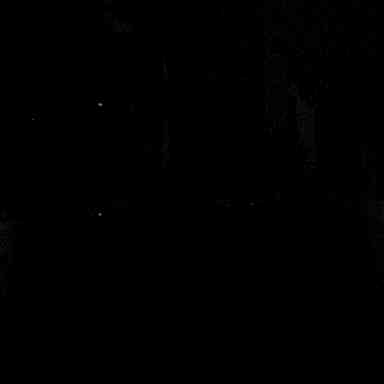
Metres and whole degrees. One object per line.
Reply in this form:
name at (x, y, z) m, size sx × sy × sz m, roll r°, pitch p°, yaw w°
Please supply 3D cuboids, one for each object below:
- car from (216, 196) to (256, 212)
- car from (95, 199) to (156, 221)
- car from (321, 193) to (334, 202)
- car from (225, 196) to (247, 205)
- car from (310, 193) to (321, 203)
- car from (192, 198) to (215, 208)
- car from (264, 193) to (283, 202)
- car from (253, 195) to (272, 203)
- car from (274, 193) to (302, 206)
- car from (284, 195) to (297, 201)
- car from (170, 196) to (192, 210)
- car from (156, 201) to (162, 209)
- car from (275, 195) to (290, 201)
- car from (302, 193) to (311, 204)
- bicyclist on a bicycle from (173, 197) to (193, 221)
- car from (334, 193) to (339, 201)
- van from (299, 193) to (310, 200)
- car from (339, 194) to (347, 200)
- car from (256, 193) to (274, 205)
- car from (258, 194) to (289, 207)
car at (4.745, 1.377, 35.647) m, size 1.947 × 1.339 × 4.313 m, roll 0°, pitch 0°, yaw 34°
car at (-5.247, 1.396, 25.634) m, size 1.812 × 1.442 × 4.674 m, roll 0°, pitch 0°, yaw 35°
car at (26.960, 1.045, 68.274) m, size 2.192 × 1.841 × 5.009 m, roll 0°, pitch 0°, yaw 34°
car at (7.223, 1.384, 54.434) m, size 1.947 × 1.339 × 4.313 m, roll 0°, pitch 0°, yaw 34°
car at (20.612, 1.066, 58.952) m, size 2.192 × 1.841 × 5.009 m, roll 0°, pitch 0°, yaw 34°
car at (0.875, 1.426, 45.111) m, size 1.802 × 1.307 × 4.206 m, roll 0°, pitch 0°, yaw 34°
car at (16.745, 1.102, 68.419) m, size 2.192 × 1.841 × 5.009 m, roll 0°, pitch 0°, yaw 34°
car at (13.571, 1.342, 63.757) m, size 1.887 × 1.381 × 4.507 m, roll 0°, pitch 0°, yaw 34°
car at (14.265, 1.087, 49.630) m, size 2.192 × 1.841 × 5.009 m, roll 0°, pitch 0°, yaw 34°
car at (23.094, 1.351, 77.740) m, size 1.802 × 1.307 × 4.206 m, roll 0°, pitch 0°, yaw 34°
car at (-2.300, 1.298, 40.449) m, size 1.967 × 1.590 × 4.097 m, roll 0°, pitch 0°, yaw 34°
car at (-5.473, 1.457, 35.788) m, size 1.802 × 1.307 × 4.206 m, roll 0°, pitch 0°, yaw 34°
car at (19.921, 1.343, 73.080) m, size 1.947 × 1.339 × 4.313 m, roll 0°, pitch 0°, yaw 34°
car at (17.439, 1.327, 54.290) m, size 1.947 × 1.339 × 4.313 m, roll 0°, pitch 0°, yaw 34°
bicyclist on a bicycle at (-0.620, 1.140, 22.504) m, size 1.656 × 1.620 × 0.582 m, roll -1°, pitch 0°, yaw 34°
car at (30.230, 1.247, 73.074) m, size 1.752 × 1.417 × 4.829 m, roll 0°, pitch 0°, yaw 34°
van at (29.440, 1.107, 87.065) m, size 1.690 × 1.788 × 3.998 m, roll 0°, pitch 0°, yaw 34°
car at (36.481, 1.302, 82.255) m, size 1.802 × 1.307 × 4.206 m, roll 0°, pitch 0°, yaw 34°
car at (9.777, 1.302, 47.670) m, size 1.837 × 1.490 × 4.892 m, roll 0°, pitch 0°, yaw 35°
car at (11.092, 1.328, 44.969) m, size 1.887 × 1.381 × 4.507 m, roll 0°, pitch 0°, yaw 34°
